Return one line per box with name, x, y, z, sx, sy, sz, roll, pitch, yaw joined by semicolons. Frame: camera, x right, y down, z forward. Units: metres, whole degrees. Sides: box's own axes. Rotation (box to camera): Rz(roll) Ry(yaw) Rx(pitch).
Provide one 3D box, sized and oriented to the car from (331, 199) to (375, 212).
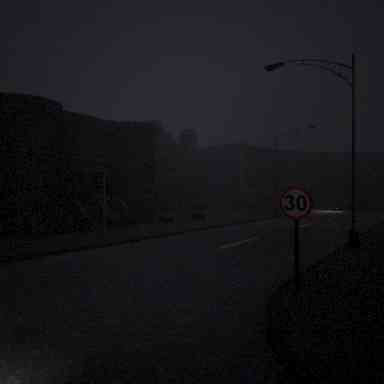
car;19.126;1.549;39.322;5.357;1.411;2.033;0;0;-23
